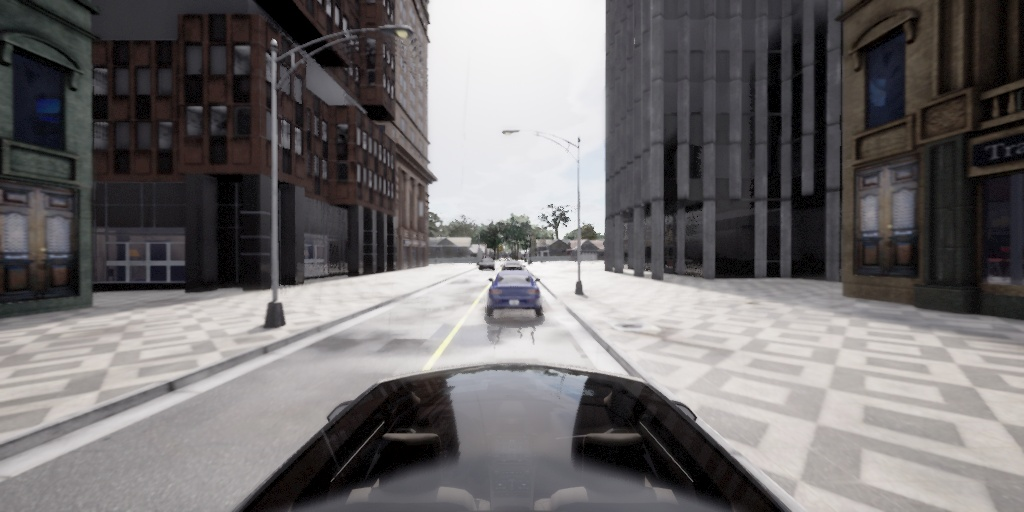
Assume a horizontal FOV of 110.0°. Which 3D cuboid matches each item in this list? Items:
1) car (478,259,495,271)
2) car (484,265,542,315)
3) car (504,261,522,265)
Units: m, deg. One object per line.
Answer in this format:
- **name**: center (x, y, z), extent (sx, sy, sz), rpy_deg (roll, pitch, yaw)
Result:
- **car**: center (-3.099, 1.071, 44.819), extent (1.882, 1.535, 5.008), rpy_deg (0, 0, 0)
- **car**: center (0.081, 1.232, 13.171), extent (1.812, 1.442, 4.674), rpy_deg (0, 0, 0)
- **car**: center (0.079, 1.148, 29.393), extent (1.837, 1.490, 4.892), rpy_deg (0, 0, 0)
